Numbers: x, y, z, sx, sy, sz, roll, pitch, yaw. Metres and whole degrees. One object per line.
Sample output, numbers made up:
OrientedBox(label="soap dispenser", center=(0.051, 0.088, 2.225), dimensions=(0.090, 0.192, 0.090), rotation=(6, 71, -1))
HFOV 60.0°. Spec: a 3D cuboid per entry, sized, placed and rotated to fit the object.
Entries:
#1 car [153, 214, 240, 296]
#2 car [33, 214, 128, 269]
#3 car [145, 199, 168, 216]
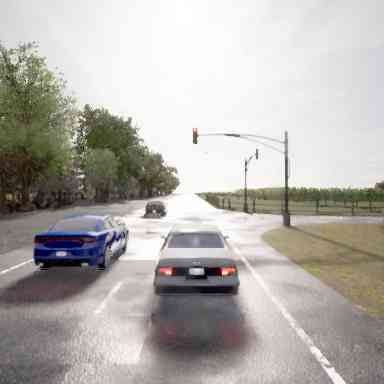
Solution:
OrientedBox(label="car", center=(0.082, 1.546, 8.778), dimensions=(2.033, 1.411, 5.357), rotation=(0, 0, 0))
OrientedBox(label="car", center=(-3.420, 1.476, 11.162), dimensions=(1.882, 1.535, 5.008), rotation=(0, 0, 0))
OrientedBox(label="car", center=(-3.475, 1.498, 33.025), dimensions=(1.837, 1.490, 4.892), rotation=(0, 0, 0))
